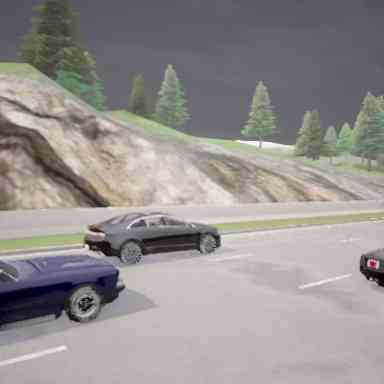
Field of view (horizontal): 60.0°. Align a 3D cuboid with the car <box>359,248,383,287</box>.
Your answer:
[{"bbox_3d":[6.090,1.581,7.900,4.718,1.301,1.895,0,0,-35],"label":"car"}]

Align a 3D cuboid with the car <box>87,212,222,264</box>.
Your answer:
[{"bbox_3d":[-1.174,1.435,11.380,4.902,1.511,2.128,0,0,-35],"label":"car"}]

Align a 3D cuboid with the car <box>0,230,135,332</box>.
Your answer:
[{"bbox_3d":[-3.542,1.565,5.385,4.718,1.301,1.895,0,0,-36],"label":"car"}]
